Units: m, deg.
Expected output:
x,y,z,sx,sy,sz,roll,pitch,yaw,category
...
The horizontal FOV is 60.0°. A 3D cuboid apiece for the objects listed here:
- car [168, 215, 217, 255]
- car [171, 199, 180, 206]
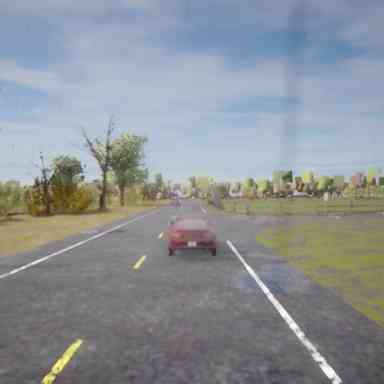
x,y,z,sx,sy,sz,roll,pitch,yaw,category
0.027,1.672,13.889,1.812,1.442,4.674,0,0,0,car
-3.509,2.262,71.166,2.128,1.511,4.902,0,-1,0,car
